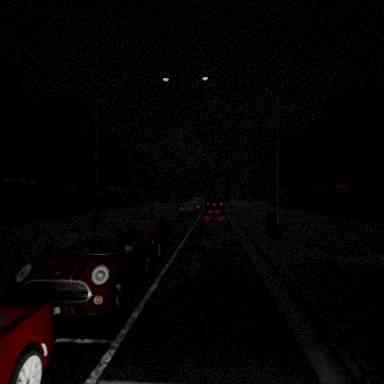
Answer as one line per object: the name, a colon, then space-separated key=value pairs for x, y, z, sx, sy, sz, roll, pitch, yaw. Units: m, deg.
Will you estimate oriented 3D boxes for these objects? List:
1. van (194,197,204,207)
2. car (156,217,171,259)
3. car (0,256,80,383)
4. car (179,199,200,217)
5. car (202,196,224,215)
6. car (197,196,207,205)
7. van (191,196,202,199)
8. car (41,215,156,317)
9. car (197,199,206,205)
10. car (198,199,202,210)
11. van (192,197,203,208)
van: x=1.395 y=1.840 z=62.150 sx=1.690 sy=1.788 sz=3.998 roll=0 pitch=-1 yaw=4
car: x=-1.868 y=1.639 z=13.082 sx=1.887 sy=1.381 sz=4.507 roll=0 pitch=0 yaw=4
car: x=-2.591 y=1.559 z=2.178 sx=1.887 sy=1.381 sz=4.507 roll=0 pitch=0 yaw=4
car: x=-0.429 y=1.780 z=34.720 sx=1.752 sy=1.417 sz=4.829 roll=0 pitch=0 yaw=4
car: x=2.583 y=1.511 z=38.759 sx=2.150 sy=2.045 sz=5.566 roll=0 pitch=-1 yaw=4
car: x=2.483 y=1.967 z=78.505 sx=2.192 sy=1.841 sz=5.009 roll=0 pitch=-1 yaw=4
van: x=0.670 y=1.741 z=51.245 sx=1.690 sy=1.788 sz=3.998 roll=0 pitch=-1 yaw=4
car: x=-2.231 y=1.495 z=7.630 sx=1.967 sy=1.590 sz=4.097 roll=0 pitch=0 yaw=4
car: x=2.120 y=2.150 z=73.052 sx=2.008 sy=1.369 sz=4.403 roll=0 pitch=-1 yaw=4
car: x=0.307 y=1.933 z=45.791 sx=1.802 sy=1.307 sz=4.206 roll=0 pitch=-1 yaw=4
van: x=1.032 y=1.791 z=56.698 sx=1.690 sy=1.788 sz=3.998 roll=0 pitch=-1 yaw=4
